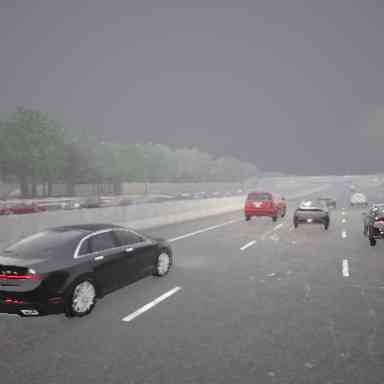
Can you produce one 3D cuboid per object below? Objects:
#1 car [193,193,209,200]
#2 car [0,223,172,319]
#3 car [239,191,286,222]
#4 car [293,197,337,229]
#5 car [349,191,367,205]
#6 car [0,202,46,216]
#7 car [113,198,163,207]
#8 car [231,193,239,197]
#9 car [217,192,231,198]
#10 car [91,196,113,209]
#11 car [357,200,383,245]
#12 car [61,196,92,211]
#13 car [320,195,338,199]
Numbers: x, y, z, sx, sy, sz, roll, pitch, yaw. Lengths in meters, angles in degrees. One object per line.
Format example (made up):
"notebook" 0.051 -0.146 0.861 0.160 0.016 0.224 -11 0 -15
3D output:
"car" 1.772 0.941 66.866 2.128 1.511 4.902 0 1 25
"car" -2.164 1.473 7.500 1.837 1.490 4.892 0 1 24
"car" 5.422 0.977 24.265 2.150 2.045 5.566 0 0 24
"car" 7.226 1.266 19.763 2.128 1.511 4.902 0 1 24
"car" 21.855 0.948 43.560 1.812 1.442 4.674 0 1 25
"car" -15.477 1.535 29.504 1.895 1.301 4.718 0 1 24
"car" -4.258 1.299 28.810 1.882 1.535 5.008 0 1 25
"car" 10.393 0.686 68.777 2.097 1.767 4.553 0 1 25
"car" 6.871 0.718 69.505 2.097 1.767 4.553 0 1 25
"car" -6.863 1.304 31.534 1.882 1.535 5.008 0 1 25
"car" 8.327 1.300 13.966 2.128 1.511 4.902 0 0 24
"car" -10.390 1.210 32.233 2.097 1.767 4.553 0 1 25
"car" 14.737 1.051 36.213 2.128 1.511 4.902 0 1 25
